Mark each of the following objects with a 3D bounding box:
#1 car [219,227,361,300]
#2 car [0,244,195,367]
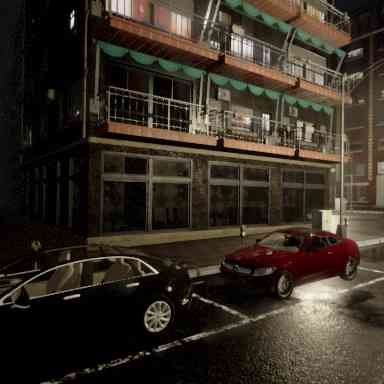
[{"bbox_3d":[2.615,1.585,8.375,4.206,1.307,1.802,0,1,-36],"label":"car"},{"bbox_3d":[-2.011,1.551,5.068,4.403,1.369,2.008,0,1,-36],"label":"car"}]
